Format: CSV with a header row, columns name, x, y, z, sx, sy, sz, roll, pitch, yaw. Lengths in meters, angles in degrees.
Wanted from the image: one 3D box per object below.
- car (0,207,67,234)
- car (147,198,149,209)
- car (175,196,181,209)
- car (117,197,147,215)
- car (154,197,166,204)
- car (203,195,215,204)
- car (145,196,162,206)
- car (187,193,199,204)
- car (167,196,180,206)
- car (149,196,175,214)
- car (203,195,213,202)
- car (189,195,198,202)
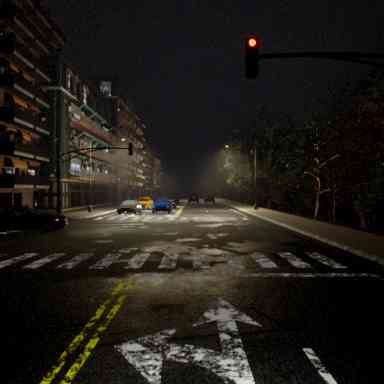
name,x,y,z,sx,sy,sz,roll,pitch,yaw
car,-9.708,1.597,18.870,4.902,1.511,2.128,-1,0,-12
car,-6.362,1.485,44.588,1.882,1.535,5.008,0,0,1
car,-3.099,1.500,45.855,2.128,1.511,4.902,0,0,1
car,-6.444,1.551,34.935,2.033,1.411,5.357,0,0,0
car,-6.224,1.620,65.052,1.895,1.301,4.718,0,0,0
car,3.531,1.525,66.094,1.837,1.490,4.892,0,0,0
car,-6.270,1.504,54.728,2.128,1.511,4.902,0,0,0
car,0.281,1.242,66.140,2.150,2.045,5.566,0,0,0
car,-3.014,1.518,55.916,1.837,1.490,4.892,0,0,0
car,-3.186,1.482,36.374,1.882,1.535,5.008,0,0,1
car,3.576,1.498,76.514,2.033,1.411,5.357,0,0,0
car,0.327,1.483,76.529,2.128,1.511,4.902,0,0,0
